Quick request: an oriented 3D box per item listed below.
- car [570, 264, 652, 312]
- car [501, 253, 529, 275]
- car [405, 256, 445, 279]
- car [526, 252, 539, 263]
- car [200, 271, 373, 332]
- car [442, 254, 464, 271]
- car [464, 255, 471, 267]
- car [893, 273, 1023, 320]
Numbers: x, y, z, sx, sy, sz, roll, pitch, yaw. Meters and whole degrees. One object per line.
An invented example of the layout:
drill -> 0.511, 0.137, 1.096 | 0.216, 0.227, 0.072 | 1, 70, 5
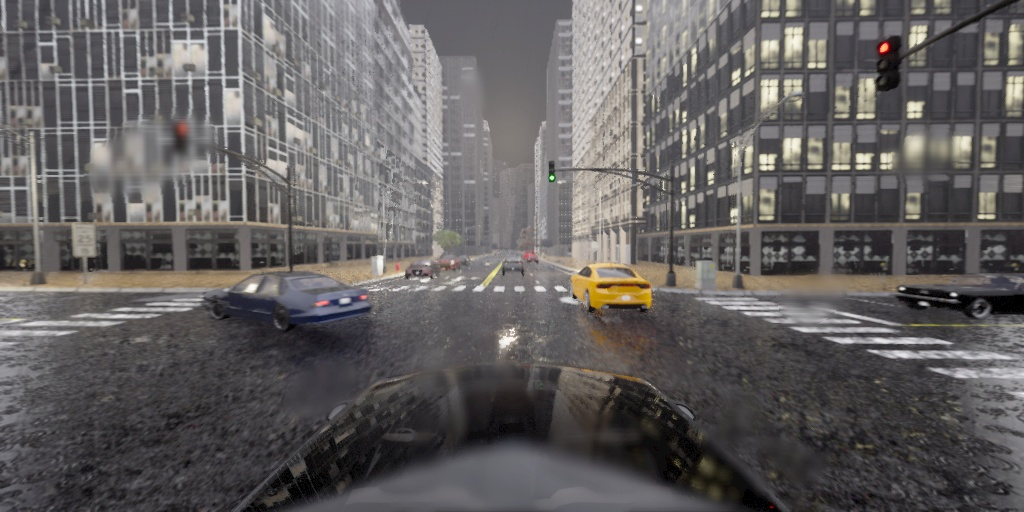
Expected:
car -> 3.353, 1.005, 13.006 | 1.882, 1.535, 5.008 | 0, 2, 0
car -> 0.086, 0.784, 30.921 | 2.128, 1.511, 4.902 | 0, 1, 0
car -> -6.605, 0.951, 26.988 | 1.994, 1.385, 4.181 | 0, 1, 0
car -> 3.226, 0.492, 56.994 | 1.895, 1.301, 4.718 | 0, 1, 0
car -> -6.433, 1.130, 10.121 | 5.357, 1.411, 2.033 | 1, 2, 26
car -> -6.580, 0.593, 36.985 | 2.097, 1.767, 4.553 | 0, 1, 0
car -> -6.523, 0.596, 47.187 | 1.837, 1.490, 4.892 | 0, 1, 0
car -> 15.261, 1.213, 11.339 | 4.718, 1.301, 1.895 | 0, 2, 1
